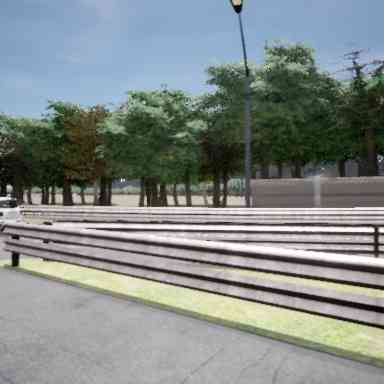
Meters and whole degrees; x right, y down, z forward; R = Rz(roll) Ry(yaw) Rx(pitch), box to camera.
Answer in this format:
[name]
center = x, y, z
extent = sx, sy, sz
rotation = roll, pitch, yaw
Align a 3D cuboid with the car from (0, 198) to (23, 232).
[car]
center = -12.448, 1.324, 18.841
extent = 5.566, 2.045, 2.150
rotation = 0, -1, 12
